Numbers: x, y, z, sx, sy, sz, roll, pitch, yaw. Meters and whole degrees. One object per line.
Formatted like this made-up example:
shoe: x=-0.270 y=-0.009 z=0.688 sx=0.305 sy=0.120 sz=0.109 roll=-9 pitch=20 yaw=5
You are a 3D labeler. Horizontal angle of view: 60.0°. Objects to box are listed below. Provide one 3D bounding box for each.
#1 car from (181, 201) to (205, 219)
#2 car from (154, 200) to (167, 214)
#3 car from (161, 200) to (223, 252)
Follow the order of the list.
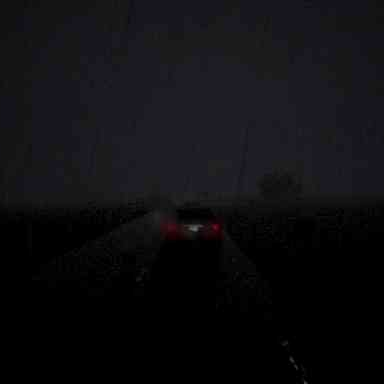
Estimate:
car: x=0.075 y=1.522 z=29.114 sx=1.994 sy=1.385 sz=4.181 roll=0 pitch=0 yaw=0
car: x=-2.847 y=1.517 z=34.803 sx=1.994 sy=1.385 sz=4.181 roll=0 pitch=0 yaw=0
car: x=0.078 y=1.328 z=13.857 sx=2.097 sy=1.767 sz=4.553 roll=0 pitch=0 yaw=0
